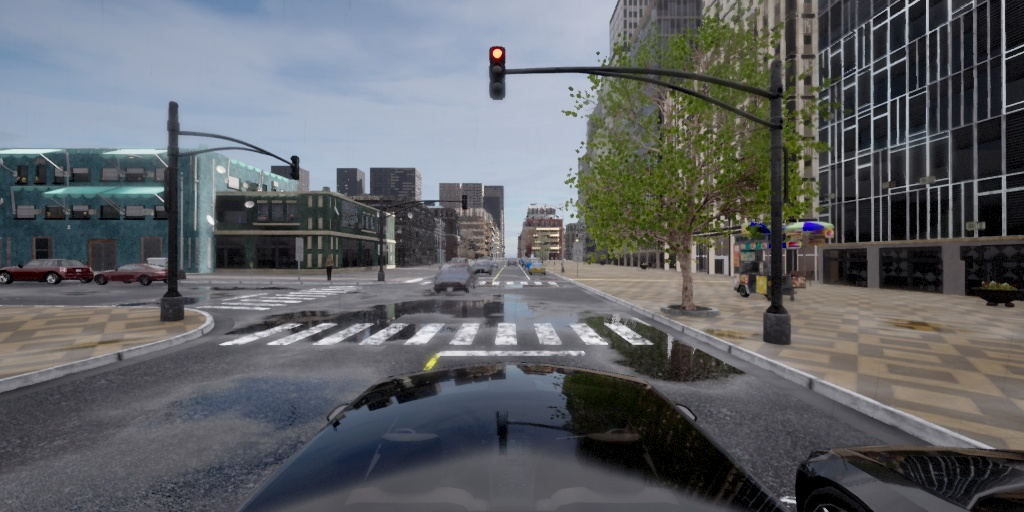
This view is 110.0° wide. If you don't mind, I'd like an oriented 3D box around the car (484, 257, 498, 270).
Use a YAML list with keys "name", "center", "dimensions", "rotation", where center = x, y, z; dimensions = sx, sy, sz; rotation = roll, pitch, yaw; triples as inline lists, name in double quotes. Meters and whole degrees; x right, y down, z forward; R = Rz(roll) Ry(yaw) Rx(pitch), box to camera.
- name: "car"
  center: [-3.084, 1.318, 53.836]
  dimensions: [1.994, 1.385, 4.181]
  rotation: [0, 0, 0]

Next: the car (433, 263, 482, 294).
- name: "car"
  center: [-3.097, 1.299, 20.555]
  dimensions: [2.033, 1.411, 5.357]
  rotation: [0, 0, 0]

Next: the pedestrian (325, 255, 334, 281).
- name: "pedestrian"
  center: [-12.746, 0.788, 24.977]
  dimensions: [0.375, 1.860, 0.375]
  rotation: [0, -1, -1]

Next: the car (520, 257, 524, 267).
- name: "car"
  center: [2.697, 1.305, 55.177]
  dimensions: [2.007, 1.370, 4.403]
  rotation: [0, 0, 0]

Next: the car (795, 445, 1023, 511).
- name: "car"
  center: [2.691, 1.316, 0.495]
  dimensions: [1.948, 1.339, 4.313]
  rotation: [0, 0, 0]

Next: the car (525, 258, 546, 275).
- name: "car"
  center: [2.695, 1.278, 38.694]
  dimensions: [1.751, 1.417, 4.829]
  rotation: [0, 0, 0]

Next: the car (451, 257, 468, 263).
- name: "car"
  center: [-5.685, 1.067, 38.523]
  dimensions: [2.192, 1.841, 5.009]
  rotation: [0, 0, 0]

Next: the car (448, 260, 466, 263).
- name: "car"
  center: [-5.685, 1.334, 32.972]
  dimensions: [1.802, 1.307, 4.207]
  rotation: [0, 0, 0]

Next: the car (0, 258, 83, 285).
- name: "car"
  center: [-28.366, 0.879, 21.810]
  dimensions: [4.097, 1.591, 1.967]
  rotation: [0, 0, -1]

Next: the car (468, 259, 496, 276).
- name: "car"
  center: [-3.093, 1.317, 37.449]
  dimensions: [1.994, 1.385, 4.181]
  rotation: [0, 0, 0]

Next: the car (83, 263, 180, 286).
- name: "car"
  center: [-22.818, 1.090, 21.887]
  dimensions: [4.207, 1.307, 1.802]
  rotation: [0, 0, -1]

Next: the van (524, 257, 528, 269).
- name: "van"
  center: [2.696, 1.094, 44.075]
  dimensions: [1.690, 1.789, 3.998]
  rotation: [0, 0, 0]
